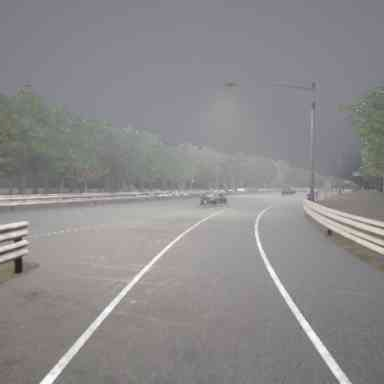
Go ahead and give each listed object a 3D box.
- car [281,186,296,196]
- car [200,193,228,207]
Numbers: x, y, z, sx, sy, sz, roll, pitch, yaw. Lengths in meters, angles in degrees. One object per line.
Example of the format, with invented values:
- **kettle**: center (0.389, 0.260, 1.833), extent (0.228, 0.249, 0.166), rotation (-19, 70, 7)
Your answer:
- **car**: center (20.918, -0.251, 71.881), extent (2.150, 2.045, 5.566), rotation (1, 1, 28)
- **car**: center (2.484, 0.814, 37.300), extent (1.812, 1.442, 4.674), rotation (1, 2, 28)
